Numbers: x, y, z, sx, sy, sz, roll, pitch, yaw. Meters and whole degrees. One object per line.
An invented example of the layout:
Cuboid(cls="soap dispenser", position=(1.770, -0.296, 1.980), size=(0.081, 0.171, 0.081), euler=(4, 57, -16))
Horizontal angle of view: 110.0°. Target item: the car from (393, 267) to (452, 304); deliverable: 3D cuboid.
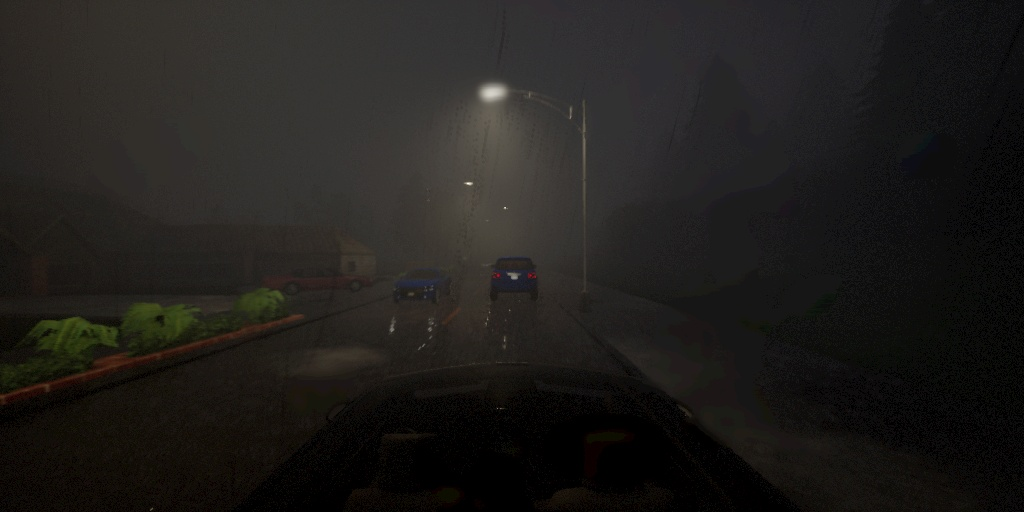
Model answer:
Cuboid(cls="car", position=(-4.095, 1.285, 17.028), size=(1.882, 1.535, 5.008), euler=(0, 0, 0))

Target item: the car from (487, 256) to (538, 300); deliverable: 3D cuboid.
Cuboid(cls="car", position=(0.101, 1.035, 18.453), size=(2.150, 2.045, 5.566), euler=(0, 0, 0))

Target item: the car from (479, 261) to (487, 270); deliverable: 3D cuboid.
Cuboid(cls="car", position=(-4.058, 1.485, 57.035), size=(1.812, 1.442, 4.674), euler=(0, 0, 1))
